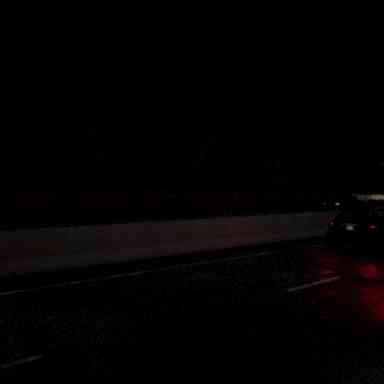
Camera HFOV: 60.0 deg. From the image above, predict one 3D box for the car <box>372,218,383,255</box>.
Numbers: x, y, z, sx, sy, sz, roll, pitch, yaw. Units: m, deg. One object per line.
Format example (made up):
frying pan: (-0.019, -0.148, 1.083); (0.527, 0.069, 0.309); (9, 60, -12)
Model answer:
car: (7.236, 1.497, 8.971); (4.902, 1.511, 2.128); (0, 0, -35)

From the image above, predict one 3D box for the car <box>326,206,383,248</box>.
car: (7.554, 1.358, 13.474); (4.553, 1.767, 2.097); (0, 0, -35)

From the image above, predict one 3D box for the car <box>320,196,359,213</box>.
car: (16.619, 1.369, 37.515); (4.553, 1.767, 2.097); (0, 0, -38)
